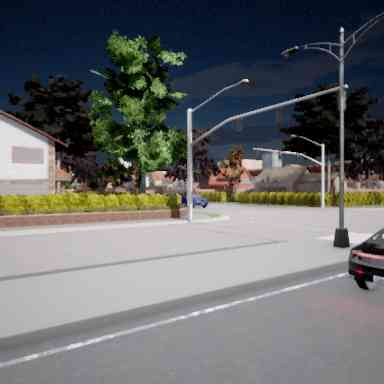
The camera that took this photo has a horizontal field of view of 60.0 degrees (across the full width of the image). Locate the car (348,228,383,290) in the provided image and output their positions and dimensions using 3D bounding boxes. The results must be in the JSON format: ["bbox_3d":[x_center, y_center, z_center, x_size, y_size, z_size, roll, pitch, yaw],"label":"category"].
[{"bbox_3d":[5.592,1.466,7.733,4.902,1.511,2.128,0,0,-35],"label":"car"}]

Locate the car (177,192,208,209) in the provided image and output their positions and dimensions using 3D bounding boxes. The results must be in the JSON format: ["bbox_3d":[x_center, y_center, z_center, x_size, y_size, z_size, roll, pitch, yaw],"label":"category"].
[{"bbox_3d":[-0.189,1.087,44.041,2.150,2.045,5.566,0,0,-36],"label":"car"}]
